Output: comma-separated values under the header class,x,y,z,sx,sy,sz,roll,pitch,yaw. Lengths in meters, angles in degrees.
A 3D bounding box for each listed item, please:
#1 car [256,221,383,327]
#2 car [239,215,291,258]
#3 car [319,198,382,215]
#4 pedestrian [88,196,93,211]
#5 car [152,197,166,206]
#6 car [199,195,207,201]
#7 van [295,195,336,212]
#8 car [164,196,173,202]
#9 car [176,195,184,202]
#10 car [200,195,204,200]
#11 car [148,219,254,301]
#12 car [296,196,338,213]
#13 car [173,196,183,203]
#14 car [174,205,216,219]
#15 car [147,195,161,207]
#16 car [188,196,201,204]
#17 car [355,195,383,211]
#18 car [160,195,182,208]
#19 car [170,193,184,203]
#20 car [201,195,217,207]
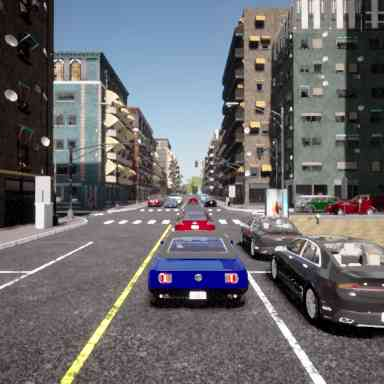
class,x,y,z,sx,sy,sz,roll,pitch,yaw
car,2.846,1.553,6.925,2.008,1.369,4.403,1,0,0
car,2.859,1.555,12.495,2.008,1.369,4.403,1,0,0
car,13.770,1.413,29.101,4.206,1.307,1.802,0,0,1
pedestrian,-12.435,1.347,40.688,0.375,1.860,0.375,0,0,1
car,-5.549,1.566,56.319,1.887,1.381,4.507,1,0,0
car,2.909,1.581,89.686,1.887,1.381,4.507,1,0,0
van,13.850,1.296,37.483,3.998,1.788,1.690,0,0,1
car,-5.497,1.597,78.603,1.947,1.339,4.313,1,0,0
car,-2.817,1.532,79.024,1.837,1.490,4.892,0,0,0
car,2.831,1.603,56.259,1.802,1.307,4.206,1,0,0
car,0.119,1.603,8.311,1.895,1.301,4.718,0,0,0
car,13.415,1.272,34.904,4.553,1.767,2.097,0,-1,1
car,-2.850,1.591,68.615,1.994,1.385,4.181,0,0,0
car,0.135,1.569,17.174,1.994,1.385,4.181,0,0,0
car,-5.558,1.334,50.748,2.192,1.841,5.009,1,0,0
car,0.246,1.550,63.717,1.812,1.442,4.674,0,0,0
car,19.377,1.228,37.431,5.009,1.841,2.192,0,0,1
car,-2.990,1.565,48.672,2.033,1.411,5.357,0,0,1
car,-2.942,1.244,58.673,2.150,2.045,5.566,0,0,1
car,2.818,1.585,50.688,1.947,1.339,4.313,1,0,0
